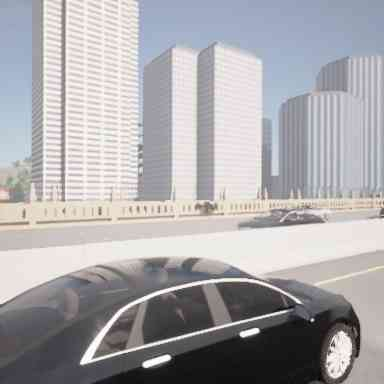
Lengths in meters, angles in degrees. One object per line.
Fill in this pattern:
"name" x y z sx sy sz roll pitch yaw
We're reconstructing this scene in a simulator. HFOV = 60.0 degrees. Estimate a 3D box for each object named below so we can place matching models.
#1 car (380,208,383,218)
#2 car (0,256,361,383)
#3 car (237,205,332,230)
"car" 19.132 1.642 30.558 4.902 1.511 2.128 0 0 -35
"car" -0.003 1.515 3.768 4.892 1.490 1.837 0 0 -35
"car" 4.207 1.549 15.601 4.902 1.511 2.128 0 0 -36
